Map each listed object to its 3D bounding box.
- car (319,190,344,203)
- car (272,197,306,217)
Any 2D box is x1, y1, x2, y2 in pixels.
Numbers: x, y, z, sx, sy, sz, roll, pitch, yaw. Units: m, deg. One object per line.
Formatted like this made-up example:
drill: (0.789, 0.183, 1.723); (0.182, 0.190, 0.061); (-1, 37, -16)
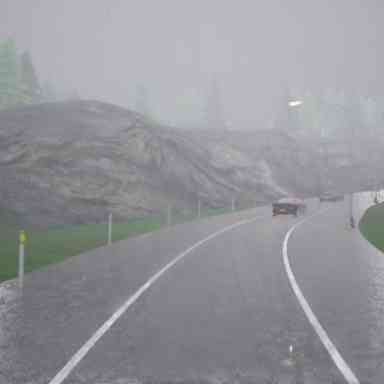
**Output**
car: (17.423, 0.536, 41.431); (2.128, 1.511, 4.902); (0, 3, 39)
car: (8.075, 1.151, 27.372); (1.882, 1.535, 5.008); (0, 2, 30)
